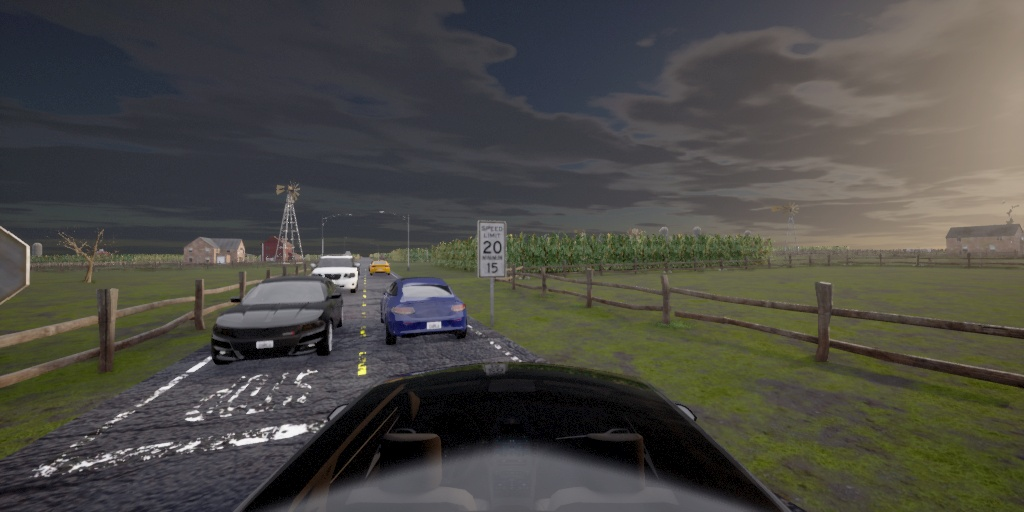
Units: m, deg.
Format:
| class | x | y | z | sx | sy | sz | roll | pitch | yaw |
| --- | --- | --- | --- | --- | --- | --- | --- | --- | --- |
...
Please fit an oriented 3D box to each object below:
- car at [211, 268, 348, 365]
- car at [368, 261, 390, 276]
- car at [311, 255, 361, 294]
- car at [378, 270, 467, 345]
| class | x | y | z | sx | sy | sz | roll | pitch | yaw |
| --- | --- | --- | --- | --- | --- | --- | --- | --- | --- |
| car | -5.118 | 1.229 | 8.420 | 1.882 | 1.535 | 5.008 | 0 | 0 | -22 |
| car | -14.140 | 1.232 | 38.337 | 1.882 | 1.535 | 5.008 | 0 | 0 | -21 |
| car | -9.949 | 0.967 | 20.375 | 2.150 | 2.045 | 5.566 | 0 | 1 | -22 |
| car | -2.488 | 1.278 | 9.589 | 1.812 | 1.442 | 4.674 | 0 | 0 | -22 |
